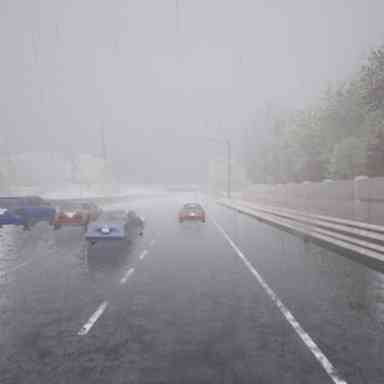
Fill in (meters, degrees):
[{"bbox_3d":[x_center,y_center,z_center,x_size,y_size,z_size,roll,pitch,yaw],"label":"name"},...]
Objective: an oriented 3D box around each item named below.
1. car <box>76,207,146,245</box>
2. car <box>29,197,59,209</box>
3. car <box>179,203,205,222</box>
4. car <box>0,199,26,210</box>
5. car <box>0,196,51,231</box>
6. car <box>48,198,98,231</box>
[{"bbox_3d":[-3.393,1.556,15.557,2.033,1.411,5.357,0,0,0],"label":"car"},{"bbox_3d":[-21.036,1.565,47.559,2.128,1.511,4.902,0,0,0],"label":"car"},{"bbox_3d":[0.014,1.588,26.296,1.994,1.385,4.181,0,0,0],"label":"car"},{"bbox_3d":[-24.536,1.630,44.946,1.994,1.385,4.181,0,0,0],"label":"car"},{"bbox_3d":[-10.389,1.236,20.846,2.150,2.045,5.566,0,0,0],"label":"car"},{"bbox_3d":[-6.891,1.367,20.982,2.097,1.767,4.553,0,0,0],"label":"car"}]
